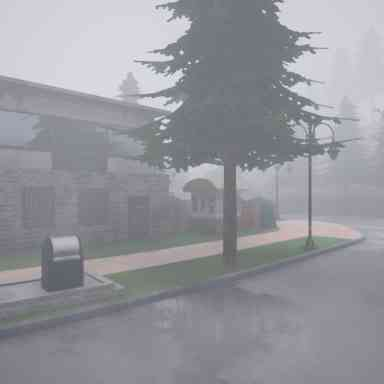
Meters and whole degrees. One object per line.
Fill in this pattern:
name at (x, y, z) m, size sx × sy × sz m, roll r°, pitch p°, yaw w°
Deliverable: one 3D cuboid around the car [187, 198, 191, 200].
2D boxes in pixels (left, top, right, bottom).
car at (0.142, 1.406, 38.476) m, size 4.181 × 1.385 × 1.994 m, roll 0°, pitch 0°, yaw 43°
